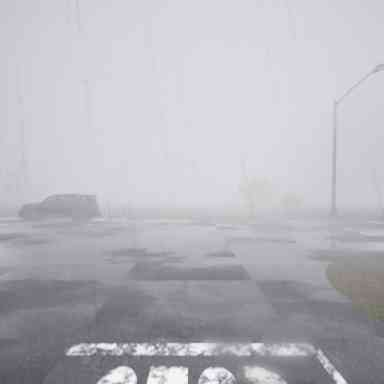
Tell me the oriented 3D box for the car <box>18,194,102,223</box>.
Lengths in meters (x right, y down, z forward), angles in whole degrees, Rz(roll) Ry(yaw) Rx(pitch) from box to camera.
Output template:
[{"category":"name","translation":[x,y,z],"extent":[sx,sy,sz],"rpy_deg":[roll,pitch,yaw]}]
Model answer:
[{"category":"car","translation":[-9.333,1.144,23.827],"extent":[5.566,2.045,2.150],"rpy_deg":[1,1,1]}]
